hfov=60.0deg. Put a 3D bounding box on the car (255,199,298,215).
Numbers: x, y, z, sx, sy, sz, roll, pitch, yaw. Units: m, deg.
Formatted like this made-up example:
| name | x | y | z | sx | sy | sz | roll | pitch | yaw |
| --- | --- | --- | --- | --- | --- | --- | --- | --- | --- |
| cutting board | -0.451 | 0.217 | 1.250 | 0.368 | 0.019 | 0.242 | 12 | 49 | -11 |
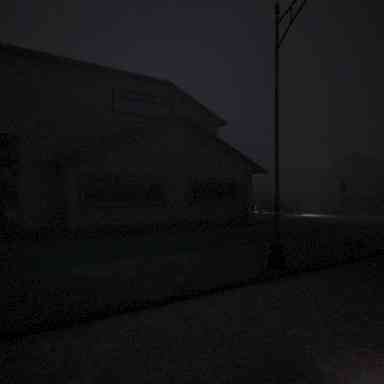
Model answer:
| name | x | y | z | sx | sy | sz | roll | pitch | yaw |
| --- | --- | --- | --- | --- | --- | --- | --- | --- | --- |
| car | 8.763 | 1.505 | 34.814 | 1.837 | 1.490 | 4.892 | 0 | 0 | -35 |
